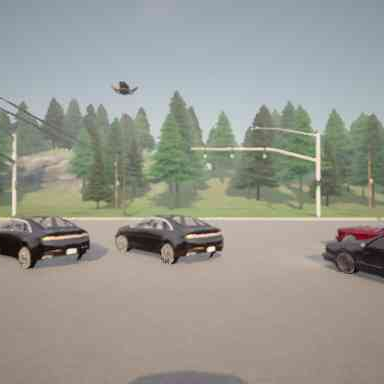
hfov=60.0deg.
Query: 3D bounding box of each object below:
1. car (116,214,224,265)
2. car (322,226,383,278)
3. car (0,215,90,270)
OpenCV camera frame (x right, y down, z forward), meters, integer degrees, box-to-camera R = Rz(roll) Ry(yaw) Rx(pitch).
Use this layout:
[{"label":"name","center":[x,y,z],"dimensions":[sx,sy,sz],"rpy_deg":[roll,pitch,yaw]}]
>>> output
[{"label":"car","center":[-1.011,1.558,12.069],"dimensions":[2.128,1.511,4.902],"rpy_deg":[1,-1,-41]},{"label":"car","center":[5.628,1.586,7.965],"dimensions":[2.033,1.411,5.357],"rpy_deg":[0,0,-19]},{"label":"car","center":[-5.494,1.558,11.394],"dimensions":[4.902,1.511,2.128],"rpy_deg":[0,-1,38]}]
